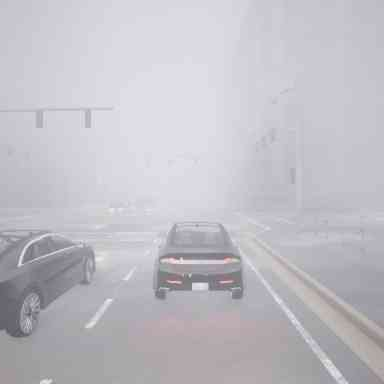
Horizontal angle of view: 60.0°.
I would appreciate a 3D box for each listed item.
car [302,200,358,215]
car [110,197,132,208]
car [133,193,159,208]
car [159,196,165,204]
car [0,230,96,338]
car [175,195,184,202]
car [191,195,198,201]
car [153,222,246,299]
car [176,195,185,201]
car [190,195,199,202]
[{"bbox_3d":[13.447,1.492,32.892,5.357,1.411,2.033,0,0,0],"label":"car"},{"bbox_3d":[-10.262,1.564,47.074,1.994,1.385,4.181,0,0,0],"label":"car"},{"bbox_3d":[-6.735,1.221,49.393,2.150,2.045,5.566,0,0,2],"label":"car"},{"bbox_3d":[-6.648,1.491,59.606,2.128,1.511,4.902,0,0,1],"label":"car"},{"bbox_3d":[-3.398,1.492,6.607,2.128,1.511,4.902,0,0,1],"label":"car"},{"bbox_3d":[-2.959,1.497,75.701,1.837,1.490,4.892,0,0,0],"label":"car"},{"bbox_3d":[0.611,1.461,85.379,1.882,1.535,5.008,0,0,0],"label":"car"},{"bbox_3d":[0.136,1.492,8.426,2.128,1.511,4.902,0,0,0],"label":"car"},{"bbox_3d":[-2.889,1.523,85.404,2.033,1.411,5.357,0,0,0],"label":"car"},{"bbox_3d":[0.546,1.593,76.334,1.895,1.301,4.718,0,0,0],"label":"car"}]
